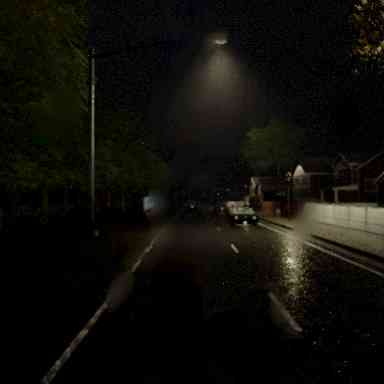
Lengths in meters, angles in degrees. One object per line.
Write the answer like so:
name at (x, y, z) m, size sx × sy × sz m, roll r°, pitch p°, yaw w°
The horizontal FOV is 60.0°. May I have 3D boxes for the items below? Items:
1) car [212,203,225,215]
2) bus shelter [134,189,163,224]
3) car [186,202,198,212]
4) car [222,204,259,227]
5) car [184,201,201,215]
car at (3.606, 2.108, 41.901) m, size 2.033 × 1.411 × 5.357 m, roll 0°, pitch -1°, yaw 0°
bus shelter at (-3.506, 1.134, 27.490) m, size 1.920 × 2.740 × 3.880 m, roll 0°, pitch -1°, yaw 0°
car at (0.008, 2.321, 51.375) m, size 1.812 × 1.442 × 4.674 m, roll 0°, pitch -1°, yaw 0°
car at (3.603, 1.815, 24.750) m, size 1.895 × 1.301 × 4.718 m, roll 0°, pitch -1°, yaw 0°
car at (0.065, 1.926, 42.387) m, size 2.097 × 1.767 × 4.553 m, roll 0°, pitch -1°, yaw 0°
